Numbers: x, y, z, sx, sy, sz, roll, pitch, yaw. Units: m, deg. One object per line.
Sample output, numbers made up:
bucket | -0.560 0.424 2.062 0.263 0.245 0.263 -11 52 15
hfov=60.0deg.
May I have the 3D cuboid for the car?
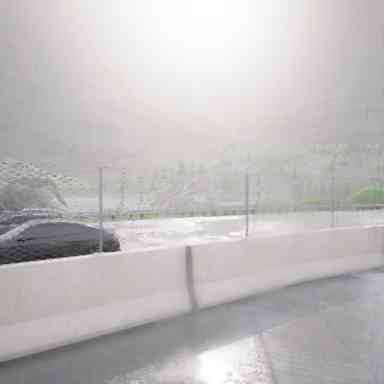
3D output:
car | -4.341 1.502 9.373 4.674 1.442 1.812 0 0 -34
